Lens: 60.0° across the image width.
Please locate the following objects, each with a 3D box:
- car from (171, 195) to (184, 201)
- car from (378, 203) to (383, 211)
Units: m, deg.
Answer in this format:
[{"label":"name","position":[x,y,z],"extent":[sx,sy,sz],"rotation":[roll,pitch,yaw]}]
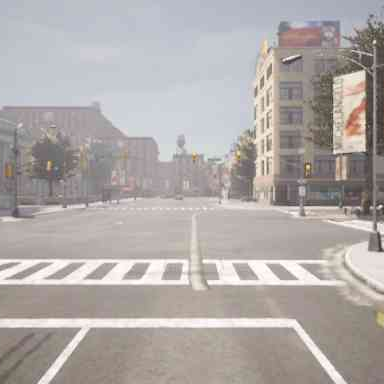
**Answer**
[{"label":"car","position":[-3.473,1.553,85.335],"extent":[2.033,1.411,5.357],"rotation":[0,0,0]},{"label":"car","position":[22.927,1.498,36.226],"extent":[4.902,1.511,2.128],"rotation":[0,0,0]}]
